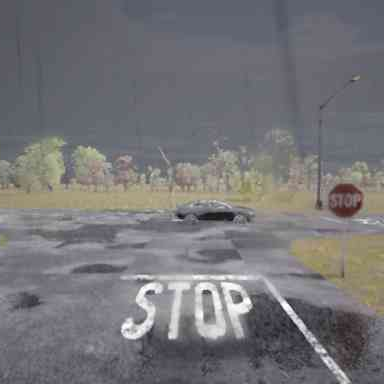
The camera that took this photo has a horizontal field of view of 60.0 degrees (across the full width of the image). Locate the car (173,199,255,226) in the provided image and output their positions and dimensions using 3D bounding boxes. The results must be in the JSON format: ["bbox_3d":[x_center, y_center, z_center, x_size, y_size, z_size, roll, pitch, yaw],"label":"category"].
[{"bbox_3d":[1.326,1.176,20.199,4.902,1.511,2.128,0,1,1],"label":"car"}]
